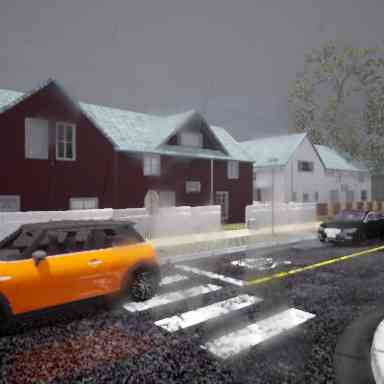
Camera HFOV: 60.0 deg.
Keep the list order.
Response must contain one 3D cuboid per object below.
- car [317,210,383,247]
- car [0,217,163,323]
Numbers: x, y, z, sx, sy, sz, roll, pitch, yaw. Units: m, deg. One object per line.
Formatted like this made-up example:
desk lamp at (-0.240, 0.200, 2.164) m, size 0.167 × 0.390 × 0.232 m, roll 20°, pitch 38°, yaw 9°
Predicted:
car at (7.824, 1.613, 15.875) m, size 4.902 × 1.511 × 2.128 m, roll 0°, pitch 0°, yaw -41°
car at (-2.862, 1.376, 6.570) m, size 4.553 × 1.767 × 2.097 m, roll 0°, pitch 0°, yaw -41°
